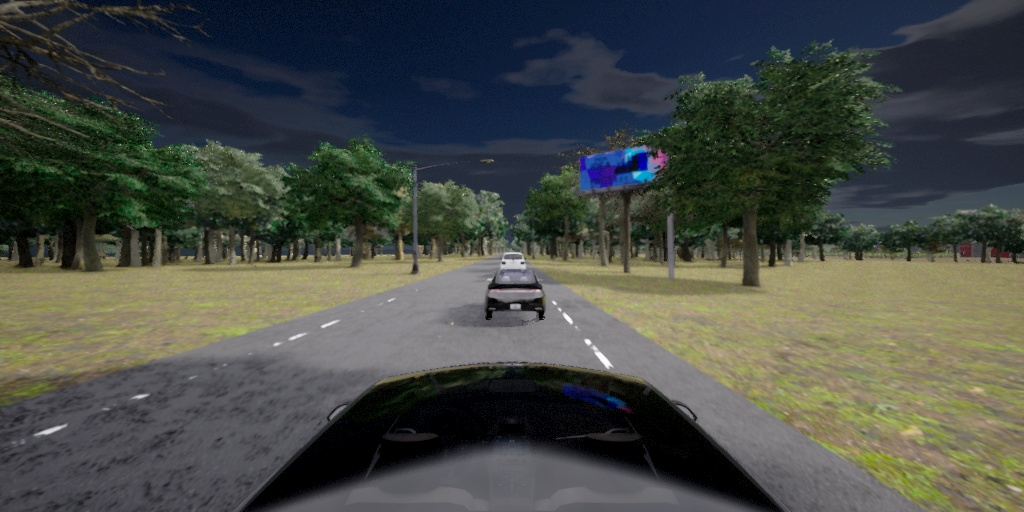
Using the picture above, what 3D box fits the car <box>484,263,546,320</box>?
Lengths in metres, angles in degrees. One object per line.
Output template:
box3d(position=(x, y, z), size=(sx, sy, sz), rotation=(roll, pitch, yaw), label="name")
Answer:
box3d(position=(0.097, 1.188, 12.457), size=(2.128, 1.511, 4.902), rotation=(0, 0, 0), label="car")

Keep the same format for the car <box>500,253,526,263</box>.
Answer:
box3d(position=(0.096, 0.709, 32.563), size=(2.150, 2.045, 5.566), rotation=(0, 1, 0), label="car")
